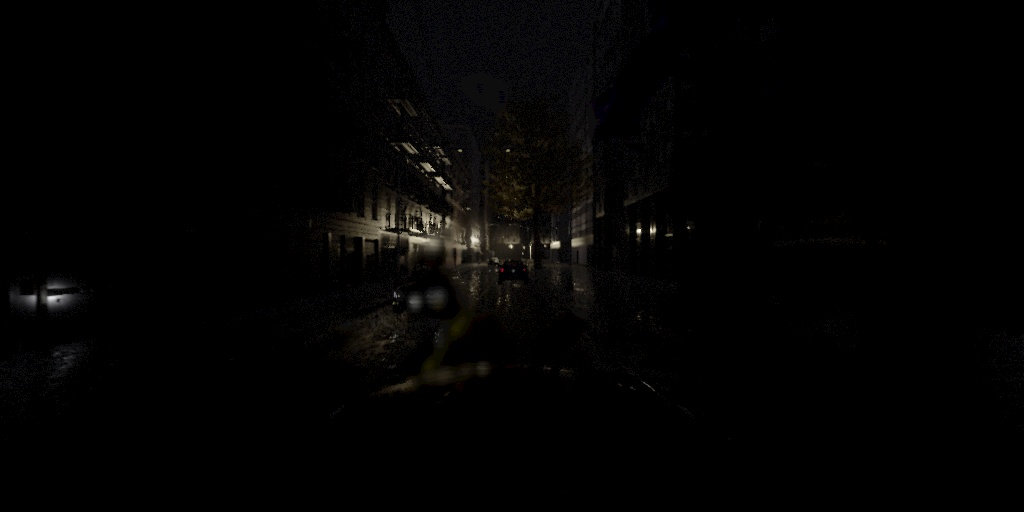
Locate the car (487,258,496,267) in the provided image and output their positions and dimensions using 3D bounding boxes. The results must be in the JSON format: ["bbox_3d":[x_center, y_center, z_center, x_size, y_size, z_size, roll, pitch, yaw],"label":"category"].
[{"bbox_3d":[-2.995,1.052,59.468,2.128,1.511,4.902,0,0,0],"label":"car"}]

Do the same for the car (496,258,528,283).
[{"bbox_3d":[0.101,1.039,26.778,2.097,1.767,4.553,0,0,0],"label":"car"}]

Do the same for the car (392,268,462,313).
[{"bbox_3d":[-3.098,1.226,13.874,1.837,1.490,4.892,0,0,0],"label":"car"}]
